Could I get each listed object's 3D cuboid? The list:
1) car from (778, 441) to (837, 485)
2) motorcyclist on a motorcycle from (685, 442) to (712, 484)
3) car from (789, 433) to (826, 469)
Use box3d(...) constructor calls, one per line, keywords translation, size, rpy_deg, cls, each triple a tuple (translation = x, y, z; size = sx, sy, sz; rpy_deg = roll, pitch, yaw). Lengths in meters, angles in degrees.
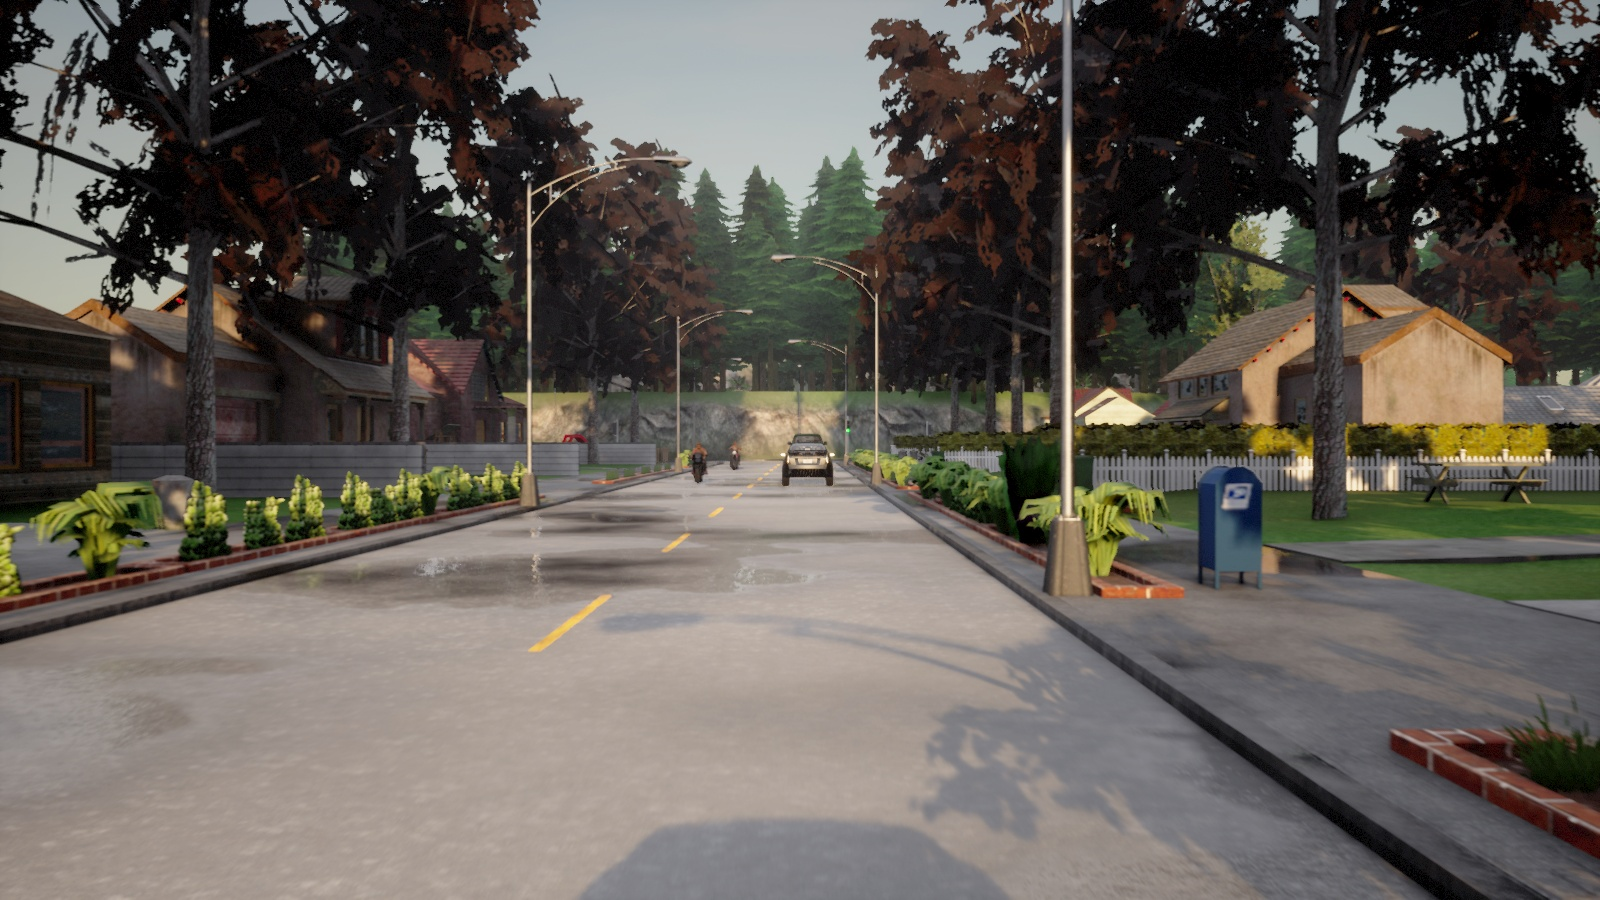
box3d(translation=(0.275, 0.437, 45.464), size=(2.007, 1.525, 4.514), rpy_deg=(0, 0, 0), cls="car")
box3d(translation=(-3.722, 0.465, 46.154), size=(0.797, 1.523, 2.044), rpy_deg=(0, 0, 0), cls="motorcyclist on a motorcycle")
box3d(translation=(0.445, 0.042, 75.209), size=(2.150, 2.045, 5.566), rpy_deg=(0, 0, 0), cls="car")
